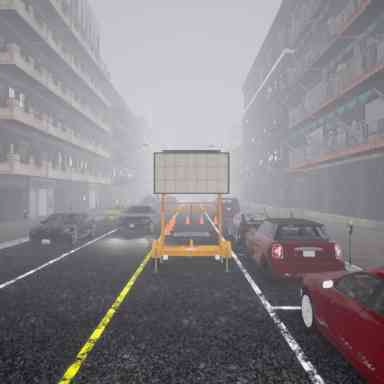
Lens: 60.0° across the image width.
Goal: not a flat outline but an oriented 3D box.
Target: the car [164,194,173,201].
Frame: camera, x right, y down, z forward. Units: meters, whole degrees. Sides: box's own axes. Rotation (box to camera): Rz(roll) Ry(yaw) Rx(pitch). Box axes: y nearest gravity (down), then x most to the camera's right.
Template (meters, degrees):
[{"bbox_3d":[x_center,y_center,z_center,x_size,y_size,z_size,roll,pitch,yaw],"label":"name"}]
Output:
[{"bbox_3d":[-5.808,1.414,82.826,1.967,1.590,4.097,0,0,0],"label":"car"}]

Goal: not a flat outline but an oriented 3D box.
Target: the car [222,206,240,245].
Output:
[{"bbox_3d":[2.670,1.550,15.197,2.008,1.369,4.403,0,0,0],"label":"car"}]

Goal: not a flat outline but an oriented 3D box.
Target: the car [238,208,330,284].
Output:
[{"bbox_3d":[2.678,1.440,9.562,1.967,1.590,4.097,0,0,0],"label":"car"}]

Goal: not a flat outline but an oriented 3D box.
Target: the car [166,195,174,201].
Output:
[{"bbox_3d":[-5.816,1.516,88.463,1.887,1.381,4.507,0,0,0],"label":"car"}]

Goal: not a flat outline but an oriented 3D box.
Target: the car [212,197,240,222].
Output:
[{"bbox_3d":[2.655,1.312,26.471,2.192,1.841,5.009,0,0,0],"label":"car"}]

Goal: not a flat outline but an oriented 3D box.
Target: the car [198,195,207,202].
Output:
[{"bbox_3d":[2.580,1.503,77.368,1.752,1.417,4.829,0,0,0],"label":"car"}]

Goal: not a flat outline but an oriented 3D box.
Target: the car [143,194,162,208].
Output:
[{"bbox_3d":[-5.758,1.305,49.008,2.192,1.841,5.009,0,0,0],"label":"car"}]

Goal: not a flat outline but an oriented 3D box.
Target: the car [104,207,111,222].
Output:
[{"bbox_3d":[-5.727,1.523,26.292,1.752,1.417,4.829,0,0,0],"label":"car"}]

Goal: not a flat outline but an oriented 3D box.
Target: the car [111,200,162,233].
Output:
[{"bbox_3d":[-3.128,1.476,19.785,1.882,1.535,5.008,0,0,0],"label":"car"}]

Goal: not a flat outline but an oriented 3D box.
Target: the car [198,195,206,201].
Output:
[{"bbox_3d":[2.564,1.516,88.471,1.887,1.381,4.507,0,0,0],"label":"car"}]

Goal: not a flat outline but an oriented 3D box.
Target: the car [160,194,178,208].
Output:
[{"bbox_3d":[-3.067,1.343,46.762,2.097,1.767,4.553,0,0,0],"label":"car"}]

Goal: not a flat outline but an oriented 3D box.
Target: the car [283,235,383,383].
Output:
[{"bbox_3d":[2.686,1.545,3.925,1.887,1.381,4.507,0,0,0],"label":"car"}]

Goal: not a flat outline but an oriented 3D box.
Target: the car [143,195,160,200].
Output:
[{"bbox_3d":[-5.751,1.432,43.372,1.967,1.590,4.097,0,0,0],"label":"car"}]

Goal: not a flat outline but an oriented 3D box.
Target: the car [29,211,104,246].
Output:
[{"bbox_3d":[-5.711,1.565,15.188,1.947,1.339,4.313,0,0,0],"label":"car"}]

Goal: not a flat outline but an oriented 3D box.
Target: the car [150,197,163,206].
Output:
[{"bbox_3d":[-5.768,1.570,54.645,1.802,1.307,4.206,0,0,0],"label":"car"}]

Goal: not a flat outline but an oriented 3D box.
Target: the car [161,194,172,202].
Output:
[{"bbox_3d":[-5.799,1.292,77.190,2.192,1.841,5.009,0,0,0],"label":"car"}]

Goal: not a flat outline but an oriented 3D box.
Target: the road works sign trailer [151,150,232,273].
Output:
[{"bbox_3d":[-0.015,0.464,10.690,2.380,3.560,2.880,0,0,0],"label":"road works sign trailer"}]
